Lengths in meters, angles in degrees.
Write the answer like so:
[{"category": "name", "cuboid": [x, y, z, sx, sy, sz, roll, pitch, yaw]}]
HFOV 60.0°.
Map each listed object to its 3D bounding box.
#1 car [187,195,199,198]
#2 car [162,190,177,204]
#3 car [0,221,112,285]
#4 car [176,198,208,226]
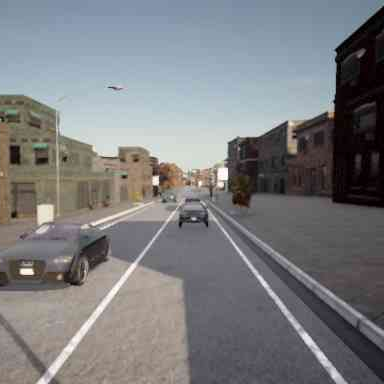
[{"category": "car", "cuboid": [0.085, 1.117, 41.902, 1.882, 1.535, 5.008, 0, 1, 0]}, {"category": "car", "cuboid": [-3.517, 0.755, 52.698, 2.150, 2.045, 5.566, 0, 1, 1]}, {"category": "car", "cuboid": [-3.597, 1.532, 9.225, 1.994, 1.385, 4.181, 0, 0, 0]}, {"category": "car", "cuboid": [0.104, 1.382, 21.878, 1.812, 1.442, 4.674, 0, 1, 0]}]
